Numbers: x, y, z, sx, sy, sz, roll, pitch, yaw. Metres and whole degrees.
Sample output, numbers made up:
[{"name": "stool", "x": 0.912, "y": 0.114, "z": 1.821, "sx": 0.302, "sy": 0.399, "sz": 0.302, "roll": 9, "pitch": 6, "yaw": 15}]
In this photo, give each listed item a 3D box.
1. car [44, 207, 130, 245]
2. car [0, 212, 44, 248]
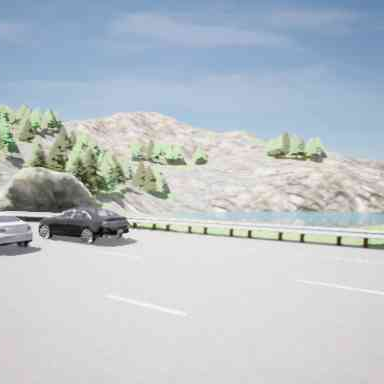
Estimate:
[{"name": "car", "x": -5.124, "y": 1.474, "z": 15.512, "sx": 4.902, "sy": 1.511, "sz": 2.128, "roll": 0, "pitch": 0, "yaw": 32}, {"name": "car", "x": -8.328, "y": 1.516, "z": 13.364, "sx": 4.674, "sy": 1.442, "sz": 1.812, "roll": 0, "pitch": 0, "yaw": 31}]
